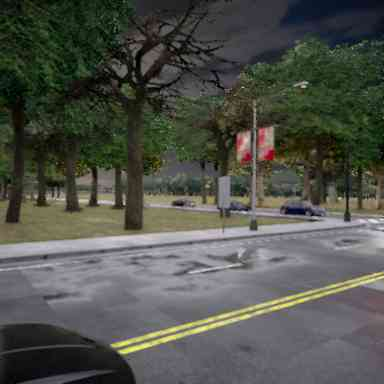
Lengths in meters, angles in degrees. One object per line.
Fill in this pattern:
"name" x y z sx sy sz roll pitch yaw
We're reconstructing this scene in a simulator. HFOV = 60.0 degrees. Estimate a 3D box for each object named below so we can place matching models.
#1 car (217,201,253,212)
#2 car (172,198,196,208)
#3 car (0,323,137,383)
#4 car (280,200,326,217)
"car" 5.373 1.793 42.097 2.033 1.411 5.357 1 0 -35
"car" -1.298 1.727 51.505 2.128 1.511 4.902 1 0 -36
"car" -2.653 1.464 1.549 5.008 1.535 1.882 0 0 -36
"car" 11.250 1.611 33.821 2.097 1.767 4.553 1 0 -35
